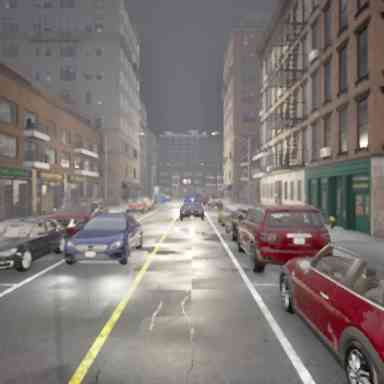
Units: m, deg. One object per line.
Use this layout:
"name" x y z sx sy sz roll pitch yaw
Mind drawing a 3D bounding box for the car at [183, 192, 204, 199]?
"car" 0.062 1.074 42.884 2.150 2.045 5.566 0 0 0

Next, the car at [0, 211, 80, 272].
"car" -5.389 1.514 10.561 2.008 1.369 4.403 0 0 0

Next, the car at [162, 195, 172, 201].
"car" -5.402 1.318 72.841 1.947 1.339 4.313 0 0 0

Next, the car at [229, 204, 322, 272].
"car" 2.636 1.278 10.561 2.192 1.841 5.009 0 0 0

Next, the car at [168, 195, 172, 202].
"car" -5.401 1.322 67.179 2.008 1.369 4.403 0 0 0

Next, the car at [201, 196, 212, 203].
"car" 2.626 1.356 61.519 1.947 1.339 4.313 0 0 0

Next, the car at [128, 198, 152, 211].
"car" -5.394 1.467 33.209 1.802 1.307 4.206 0 0 0

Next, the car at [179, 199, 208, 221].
"car" 0.022 1.510 26.410 1.895 1.301 4.718 0 0 0

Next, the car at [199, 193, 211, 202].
"car" 2.625 1.086 67.180 2.192 1.841 5.009 0 0 0

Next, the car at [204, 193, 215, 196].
"car" 2.628 1.143 50.194 2.192 1.841 5.009 0 0 0

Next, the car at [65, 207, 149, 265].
"car" -2.843 1.485 11.670 1.812 1.442 4.674 0 0 0

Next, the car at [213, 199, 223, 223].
"car" 2.634 1.449 22.055 1.752 1.417 4.829 0 0 0

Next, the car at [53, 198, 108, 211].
"car" -5.390 1.259 16.222 2.192 1.841 5.009 0 0 0

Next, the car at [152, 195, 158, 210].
"car" -5.395 1.392 38.700 1.752 1.417 4.829 0 0 0

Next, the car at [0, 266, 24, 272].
"car" -2.854 1.544 0.915 2.033 1.411 5.357 0 0 0

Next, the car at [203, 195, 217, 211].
"car" 2.630 1.417 38.871 2.008 1.369 4.403 0 0 0

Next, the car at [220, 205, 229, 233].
"car" 2.635 1.510 16.224 1.947 1.339 4.313 0 0 0

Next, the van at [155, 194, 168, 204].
"van" -5.398 1.150 55.855 1.690 1.788 3.998 0 0 0

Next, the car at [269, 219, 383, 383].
"car" 2.637 1.423 4.899 1.967 1.590 4.097 0 0 0
